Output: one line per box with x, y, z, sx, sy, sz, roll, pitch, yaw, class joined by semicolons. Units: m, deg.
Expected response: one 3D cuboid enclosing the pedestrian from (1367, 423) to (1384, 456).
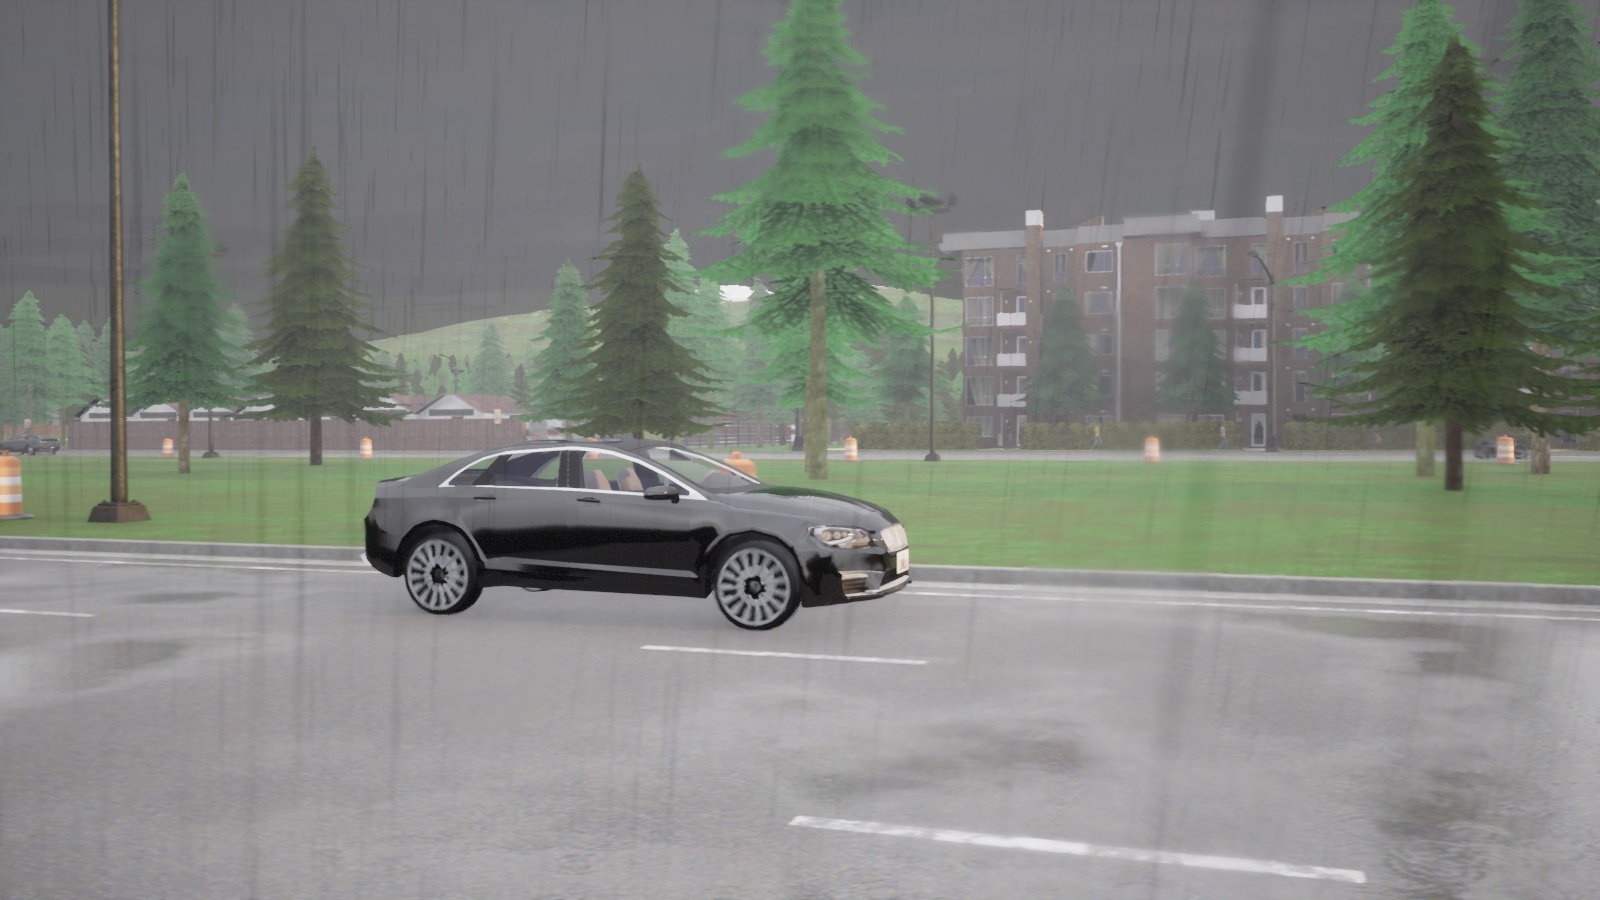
34.722;-0.628;75.806;0.873;1.952;0.659;1;1;21;pedestrian

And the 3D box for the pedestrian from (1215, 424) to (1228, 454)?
26.298;-0.701;78.366;0.706;1.836;0.354;1;1;19;pedestrian

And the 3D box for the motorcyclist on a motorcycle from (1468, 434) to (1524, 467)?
33.494;0.019;60.458;2.191;1.530;0.866;1;1;19;motorcyclist on a motorcycle

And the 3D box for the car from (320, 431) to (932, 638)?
-1.482;0.600;11.076;4.902;1.511;2.128;1;1;19;car
